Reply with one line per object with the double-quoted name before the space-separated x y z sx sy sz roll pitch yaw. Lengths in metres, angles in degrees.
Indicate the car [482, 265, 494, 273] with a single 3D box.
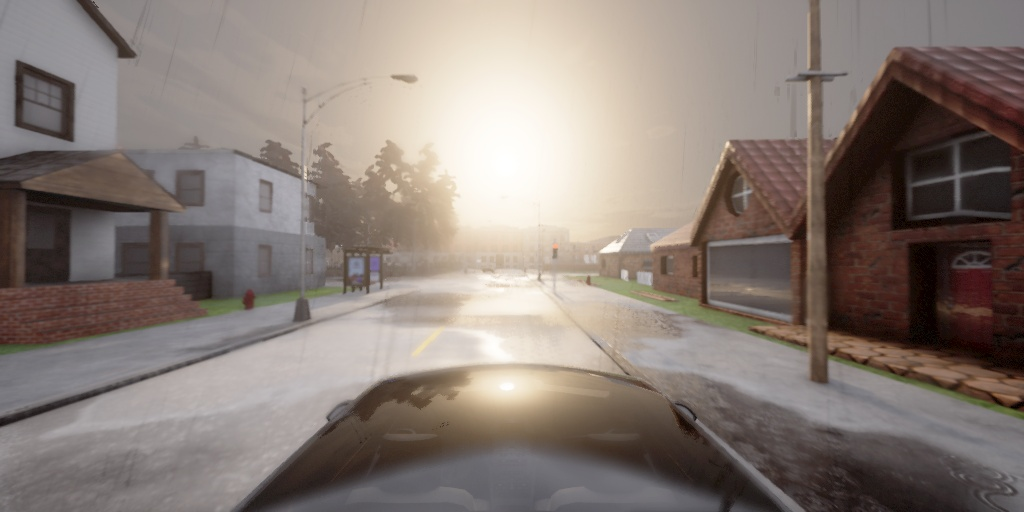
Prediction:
"car" -4.008 2.168 60.097 1.895 1.301 4.718 0 -1 1
